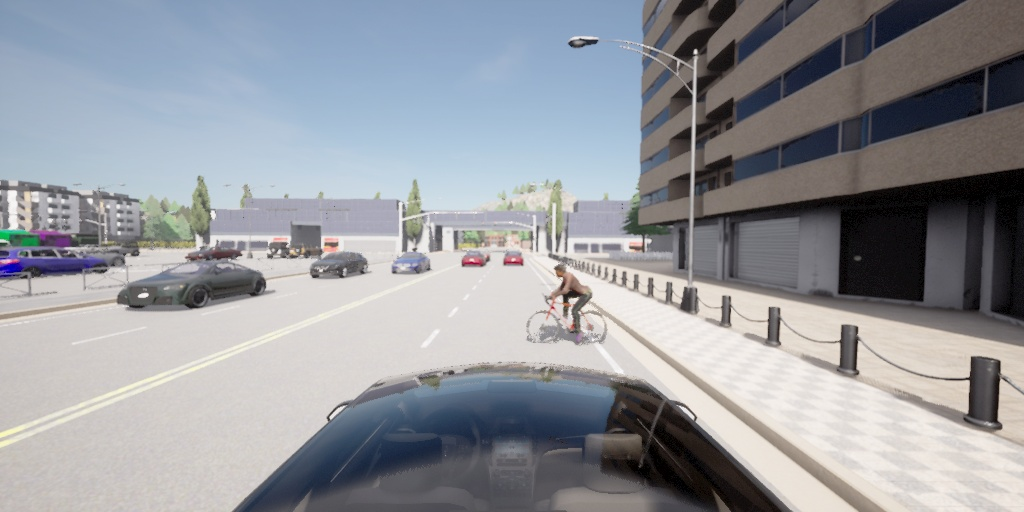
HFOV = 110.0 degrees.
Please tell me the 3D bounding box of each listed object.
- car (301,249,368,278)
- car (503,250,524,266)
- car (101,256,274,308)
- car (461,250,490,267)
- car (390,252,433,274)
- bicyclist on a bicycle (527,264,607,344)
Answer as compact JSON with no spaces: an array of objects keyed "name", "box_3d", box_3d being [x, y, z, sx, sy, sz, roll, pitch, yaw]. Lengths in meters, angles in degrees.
[{"name":"car","box_3d":[-10.580,0.487,22.266,1.837,1.490,4.892,0,2,0]},{"name":"car","box_3d":[0.125,0.197,34.685,1.994,1.385,4.181,0,2,-1]},{"name":"car","box_3d":[-10.593,0.884,12.297,1.994,1.385,4.181,0,2,0]},{"name":"car","box_3d":[-3.428,0.239,32.732,1.994,1.385,4.181,0,2,1]},{"name":"car","box_3d":[-6.988,0.444,25.300,1.812,1.442,4.674,0,2,0]},{"name":"bicyclist on a bicycle","box_3d":[1.125,0.997,7.307,1.656,1.620,0.582,0,2,0]}]
